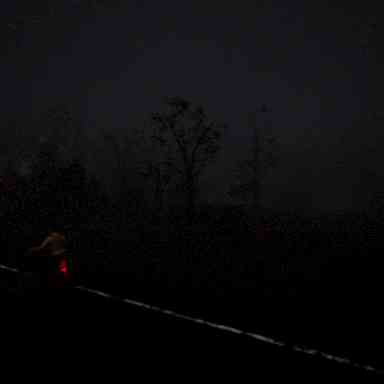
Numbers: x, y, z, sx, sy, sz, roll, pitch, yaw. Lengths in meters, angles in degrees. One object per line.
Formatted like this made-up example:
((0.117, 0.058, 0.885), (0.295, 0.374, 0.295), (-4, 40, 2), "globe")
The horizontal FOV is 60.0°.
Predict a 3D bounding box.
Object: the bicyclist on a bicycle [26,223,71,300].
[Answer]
((-3.142, 1.487, 7.385), (1.509, 1.612, 0.866), (0, -1, 36), "bicyclist on a bicycle")
